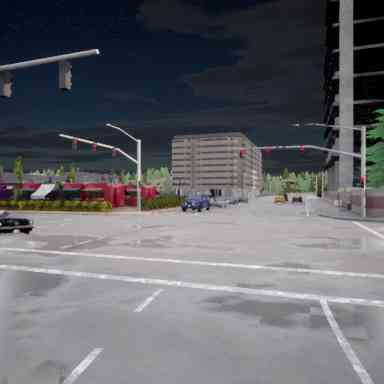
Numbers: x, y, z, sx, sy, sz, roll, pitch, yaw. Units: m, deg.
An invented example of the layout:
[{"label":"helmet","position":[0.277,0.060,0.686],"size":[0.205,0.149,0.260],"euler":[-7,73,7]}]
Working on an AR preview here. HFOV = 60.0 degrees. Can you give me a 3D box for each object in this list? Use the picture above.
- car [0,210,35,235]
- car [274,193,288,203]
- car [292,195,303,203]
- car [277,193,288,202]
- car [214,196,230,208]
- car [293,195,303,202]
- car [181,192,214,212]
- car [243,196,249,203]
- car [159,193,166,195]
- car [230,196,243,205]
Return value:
[{"label":"car","position":[-10.341,1.649,17.974],"size":[4.718,1.301,1.895],"euler":[0,0,41]},{"label":"car","position":[18.205,1.478,69.000],"size":[1.882,1.535,5.008],"euler":[0,0,19]},{"label":"car","position":[21.419,1.478,67.598],"size":[1.882,1.535,5.008],"euler":[0,0,19]},{"label":"car","position":[21.513,1.225,78.819],"size":[2.150,2.045,5.566],"euler":[0,0,19]},{"label":"car","position":[3.724,1.601,48.548],"size":[1.895,1.301,4.718],"euler":[0,0,19]},{"label":"car","position":[24.708,1.525,77.343],"size":[2.128,1.511,4.902],"euler":[0,0,19]},{"label":"car","position":[0.580,1.221,39.305],"size":[2.150,2.045,5.566],"euler":[0,0,19]},{"label":"car","position":[10.314,1.547,67.656],"size":[2.033,1.411,5.357],"euler":[0,0,19]},{"label":"car","position":[-8.000,1.209,81.429],"size":[4.605,1.855,1.932],"euler":[0,0,19]},{"label":"car","position":[6.844,1.491,57.666],"size":[2.128,1.511,4.902],"euler":[0,0,19]}]
